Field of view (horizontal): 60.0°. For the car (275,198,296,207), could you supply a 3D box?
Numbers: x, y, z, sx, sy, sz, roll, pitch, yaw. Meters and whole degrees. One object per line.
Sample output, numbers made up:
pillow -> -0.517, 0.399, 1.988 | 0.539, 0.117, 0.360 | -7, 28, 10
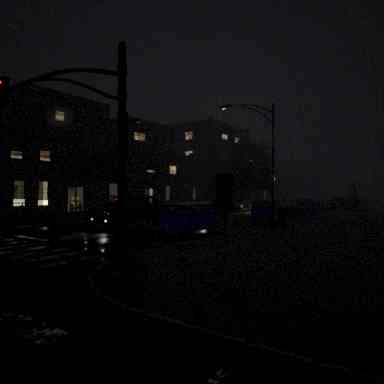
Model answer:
car -> 15.252, 1.666, 54.131 | 1.887, 1.381, 4.507 | 0, 0, 35

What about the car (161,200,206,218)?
car -> -0.725, 1.559, 31.407 | 1.752, 1.417, 4.829 | 0, 0, 35

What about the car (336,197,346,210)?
car -> 18.921, 1.729, 44.779 | 1.947, 1.339, 4.313 | 0, 0, 35

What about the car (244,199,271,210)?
car -> 8.901, 1.629, 45.098 | 1.887, 1.381, 4.507 | 0, 0, 35

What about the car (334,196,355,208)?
car -> 22.099, 1.497, 49.297 | 2.192, 1.841, 5.009 | 0, 0, 35

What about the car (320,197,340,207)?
car -> 22.731, 1.658, 54.698 | 1.882, 1.535, 5.008 | 1, 0, 35

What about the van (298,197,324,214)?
van -> 12.571, 1.469, 35.745 | 1.690, 1.788, 3.998 | 0, 0, 35

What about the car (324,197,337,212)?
car -> 15.844, 1.671, 40.402 | 1.752, 1.417, 4.829 | 0, 0, 35

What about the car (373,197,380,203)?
car -> 44.328, 1.900, 80.916 | 1.947, 1.339, 4.313 | 0, 0, 35

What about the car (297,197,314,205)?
car -> 21.604, 1.706, 63.165 | 1.887, 1.381, 4.507 | 0, 0, 35

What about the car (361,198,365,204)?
car -> 28.547, 1.748, 58.470 | 1.752, 1.417, 4.829 | 0, 0, 35

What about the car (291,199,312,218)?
car -> 9.393, 1.656, 31.228 | 1.887, 1.381, 4.507 | 0, 0, 35

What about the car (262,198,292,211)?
car -> 11.294, 1.598, 43.924 | 2.128, 1.511, 4.902 | 1, 0, 36

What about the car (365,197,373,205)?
car -> 34.801, 1.810, 67.365 | 1.887, 1.381, 4.507 | 0, 0, 35

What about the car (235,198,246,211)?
car -> 5.726, 1.507, 40.581 | 1.967, 1.590, 4.097 | 0, 0, 35

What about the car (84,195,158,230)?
car -> -4.294, 1.248, 21.821 | 2.150, 2.045, 5.566 | 1, 0, 35

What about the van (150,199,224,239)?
van -> -0.133, 1.407, 17.677 | 1.690, 1.788, 3.998 | 0, 0, 35

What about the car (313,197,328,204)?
car -> 27.857, 1.729, 72.060 | 1.752, 1.417, 4.829 | 0, 0, 35

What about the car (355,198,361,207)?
car -> 25.275, 1.517, 53.814 | 2.192, 1.841, 5.009 | 0, 0, 35

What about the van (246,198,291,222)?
van -> 6.219, 1.436, 26.712 | 1.690, 1.788, 3.998 | 0, 0, 35

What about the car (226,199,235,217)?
car -> 1.702, 1.531, 30.347 | 1.882, 1.535, 5.008 | 1, 0, 35

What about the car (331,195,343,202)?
car -> 37.483, 1.713, 85.750 | 1.967, 1.590, 4.097 | 0, 0, 35

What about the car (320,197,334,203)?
car -> 31.131, 1.793, 76.716 | 1.947, 1.339, 4.313 | 0, 0, 35
